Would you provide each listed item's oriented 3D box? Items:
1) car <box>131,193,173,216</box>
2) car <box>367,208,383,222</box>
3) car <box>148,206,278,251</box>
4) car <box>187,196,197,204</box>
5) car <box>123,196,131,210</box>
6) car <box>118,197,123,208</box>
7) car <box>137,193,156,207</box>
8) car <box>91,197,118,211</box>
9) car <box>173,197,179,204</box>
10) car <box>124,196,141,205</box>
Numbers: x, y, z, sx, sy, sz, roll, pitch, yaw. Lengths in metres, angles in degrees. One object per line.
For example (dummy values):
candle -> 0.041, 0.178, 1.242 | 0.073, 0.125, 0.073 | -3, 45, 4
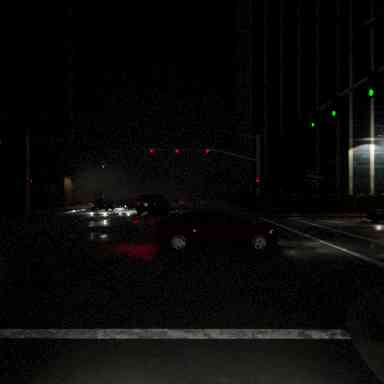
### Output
car -> -3.711, 1.221, 32.057 | 2.150, 2.045, 5.566 | 0, 0, 8
car -> 15.460, 1.478, 24.329 | 5.008, 1.535, 1.882 | 0, 0, -1
car -> 0.930, 1.477, 13.467 | 5.008, 1.535, 1.882 | 0, 0, -1
car -> -0.062, 1.525, 64.957 | 1.812, 1.442, 4.674 | 0, 0, 0
car -> -7.139, 1.352, 43.399 | 2.097, 1.767, 4.553 | 0, 0, 0
car -> -10.639, 1.491, 49.159 | 2.128, 1.511, 4.902 | 0, 0, 0
car -> -7.136, 1.221, 52.900 | 2.150, 2.045, 5.566 | 0, 0, 0
car -> -10.617, 1.526, 39.890 | 1.812, 1.442, 4.674 | 0, 0, 0
car -> -3.562, 1.601, 65.523 | 1.895, 1.301, 4.718 | 0, 0, 0
car -> -10.608, 1.491, 59.342 | 2.128, 1.511, 4.902 | 0, 0, 0
